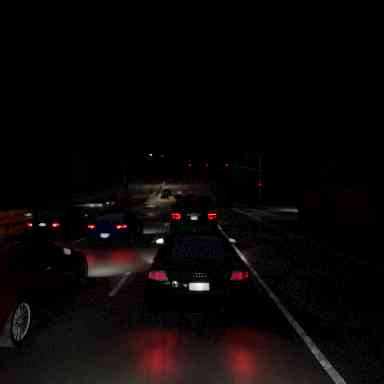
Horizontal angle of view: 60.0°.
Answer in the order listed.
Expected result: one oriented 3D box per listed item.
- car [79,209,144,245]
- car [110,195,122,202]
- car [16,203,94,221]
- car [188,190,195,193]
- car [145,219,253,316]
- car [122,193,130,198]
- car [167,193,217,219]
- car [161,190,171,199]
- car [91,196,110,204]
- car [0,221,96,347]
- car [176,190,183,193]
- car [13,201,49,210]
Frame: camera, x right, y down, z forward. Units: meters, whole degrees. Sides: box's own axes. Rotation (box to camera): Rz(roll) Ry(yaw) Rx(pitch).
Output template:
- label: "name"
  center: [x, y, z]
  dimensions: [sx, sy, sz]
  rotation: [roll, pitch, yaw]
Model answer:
- label: "car"
  center: [-3.407, 1.526, 15.299]
  dimensions: [1.812, 1.442, 4.674]
  rotation: [0, 0, 0]
- label: "car"
  center: [-17.564, 1.478, 73.940]
  dimensions: [1.837, 1.490, 4.892]
  rotation: [0, 0, 0]
- label: "car"
  center: [-6.898, 1.547, 17.751]
  dimensions: [2.033, 1.411, 5.357]
  rotation: [0, 0, -1]
- label: "car"
  center: [-0.145, 1.000, 87.522]
  dimensions: [1.882, 1.535, 5.008]
  rotation: [0, 3, 0]
- label: "car"
  center: [0.103, 1.564, 7.612]
  dimensions: [1.994, 1.385, 4.181]
  rotation: [0, 0, -1]
- label: "car"
  center: [-17.648, 0.993, 88.022]
  dimensions: [2.033, 1.411, 5.357]
  rotation: [0, 3, 0]
- label: "car"
  center: [0.093, 1.221, 17.016]
  dimensions: [2.150, 2.045, 5.566]
  rotation: [0, 0, 0]
- label: "car"
  center: [-7.142, 1.070, 87.093]
  dimensions: [1.812, 1.442, 4.674]
  rotation: [0, 3, 0]
- label: "car"
  center: [-17.568, 1.600, 63.014]
  dimensions: [1.895, 1.301, 4.718]
  rotation: [0, 0, 0]
- label: "car"
  center: [-3.408, 1.526, 6.170]
  dimensions: [1.812, 1.442, 4.674]
  rotation: [0, 0, 0]
- label: "car"
  center: [-3.642, 1.070, 87.113]
  dimensions: [1.812, 1.442, 4.674]
  rotation: [0, 3, 0]
- label: "car"
  center: [-17.616, 1.601, 36.554]
  dimensions: [1.895, 1.301, 4.718]
  rotation: [0, 0, 0]
